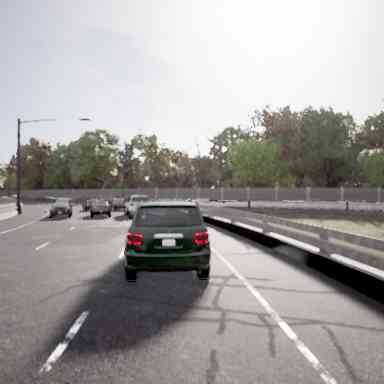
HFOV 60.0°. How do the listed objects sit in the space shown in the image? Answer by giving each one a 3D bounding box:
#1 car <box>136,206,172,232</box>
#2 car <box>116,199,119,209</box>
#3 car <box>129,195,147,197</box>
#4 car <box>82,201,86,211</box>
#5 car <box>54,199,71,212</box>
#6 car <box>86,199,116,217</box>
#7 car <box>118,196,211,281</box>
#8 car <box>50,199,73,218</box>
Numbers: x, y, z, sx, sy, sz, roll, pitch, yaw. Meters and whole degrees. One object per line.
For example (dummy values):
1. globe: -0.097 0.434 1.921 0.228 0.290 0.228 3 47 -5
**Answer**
1. car: -2.600 1.676 21.735 1.895 1.301 4.718 0 0 -11
2. car: -9.811 1.648 44.447 2.128 1.511 4.902 0 0 -23
3. car: -5.429 1.337 32.929 2.150 2.045 5.566 0 0 -17
4. car: -13.254 1.761 43.627 1.895 1.301 4.718 0 0 -23
5. car: -16.604 1.666 42.547 1.837 1.490 4.892 0 0 -23
6. car: -8.988 1.611 32.570 2.128 1.511 4.902 0 0 -17
7. car: -0.787 1.256 10.205 2.150 2.045 5.566 0 0 -6
8. car: -12.233 1.644 31.271 1.812 1.442 4.674 0 0 -17
